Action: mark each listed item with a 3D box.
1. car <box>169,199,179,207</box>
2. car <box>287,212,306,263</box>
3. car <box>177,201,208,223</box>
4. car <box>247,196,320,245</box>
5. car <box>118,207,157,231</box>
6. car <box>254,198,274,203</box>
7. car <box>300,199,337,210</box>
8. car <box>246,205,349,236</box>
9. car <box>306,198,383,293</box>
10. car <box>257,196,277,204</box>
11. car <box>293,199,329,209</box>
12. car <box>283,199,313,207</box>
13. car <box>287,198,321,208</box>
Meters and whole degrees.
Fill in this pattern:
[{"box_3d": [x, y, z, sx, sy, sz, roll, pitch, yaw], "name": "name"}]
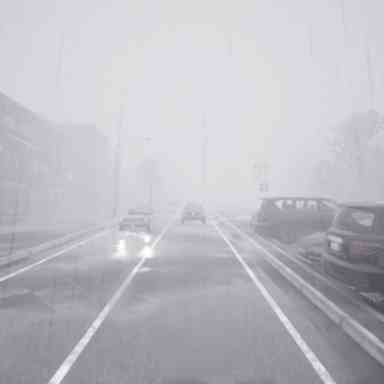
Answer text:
[{"box_3d": [-3.273, 2.022, 62.726, 2.033, 1.411, 5.357, 0, -1, 1], "name": "car"}, {"box_3d": [5.601, 1.474, 9.688, 4.892, 1.521, 2.231, 0, 0, 0], "name": "car"}, {"box_3d": [0.101, 1.659, 26.284, 2.033, 1.411, 5.357, 0, -1, 0], "name": "car"}, {"box_3d": [5.625, 1.243, 15.293, 5.566, 2.045, 2.435, 0, 0, 0], "name": "car"}, {"box_3d": [-3.350, 1.661, 21.117, 1.895, 1.301, 4.718, 0, -1, 0], "name": "car"}, {"box_3d": [18.686, 2.195, 86.534, 4.674, 1.452, 2.002, 0, -1, 0], "name": "car"}, {"box_3d": [18.699, 1.835, 49.332, 4.674, 1.452, 2.002, 0, -1, 0], "name": "car"}, {"box_3d": [5.592, 1.510, 18.093, 4.892, 1.521, 2.231, 0, 0, 0], "name": "car"}, {"box_3d": [5.623, 1.218, 6.883, 5.566, 2.045, 2.435, 0, 0, 0], "name": "car"}, {"box_3d": [18.757, 1.997, 83.366, 4.553, 1.767, 2.185, 0, -1, 0], "name": "car"}, {"box_3d": [18.709, 1.825, 52.481, 5.008, 1.535, 2.097, 0, -1, 0], "name": "car"}, {"box_3d": [18.705, 1.928, 59.030, 4.674, 1.452, 2.002, 0, -1, 0], "name": "car"}, {"box_3d": [18.700, 1.858, 55.754, 4.892, 1.521, 2.231, 0, -1, 0], "name": "car"}]
